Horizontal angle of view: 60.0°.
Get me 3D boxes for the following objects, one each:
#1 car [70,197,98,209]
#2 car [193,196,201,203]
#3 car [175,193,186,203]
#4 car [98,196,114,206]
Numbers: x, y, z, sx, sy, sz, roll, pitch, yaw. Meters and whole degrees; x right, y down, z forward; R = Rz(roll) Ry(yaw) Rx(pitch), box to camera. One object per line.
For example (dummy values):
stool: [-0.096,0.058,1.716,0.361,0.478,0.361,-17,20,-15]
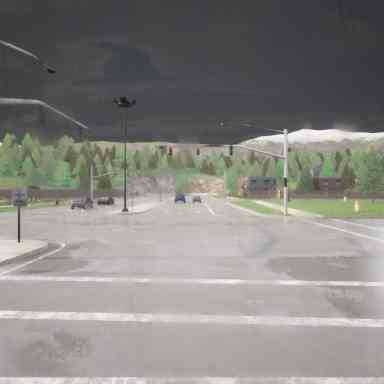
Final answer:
car: [-14.540,1.505,44.251,1.837,1.490,4.892,0,0,1]
car: [1.022,1.547,69.888,2.033,1.411,5.357,0,0,1]
car: [-2.489,1.223,70.398,2.150,2.045,5.566,0,0,1]
car: [-14.356,1.478,55.334,1.882,1.535,5.008,0,0,1]
